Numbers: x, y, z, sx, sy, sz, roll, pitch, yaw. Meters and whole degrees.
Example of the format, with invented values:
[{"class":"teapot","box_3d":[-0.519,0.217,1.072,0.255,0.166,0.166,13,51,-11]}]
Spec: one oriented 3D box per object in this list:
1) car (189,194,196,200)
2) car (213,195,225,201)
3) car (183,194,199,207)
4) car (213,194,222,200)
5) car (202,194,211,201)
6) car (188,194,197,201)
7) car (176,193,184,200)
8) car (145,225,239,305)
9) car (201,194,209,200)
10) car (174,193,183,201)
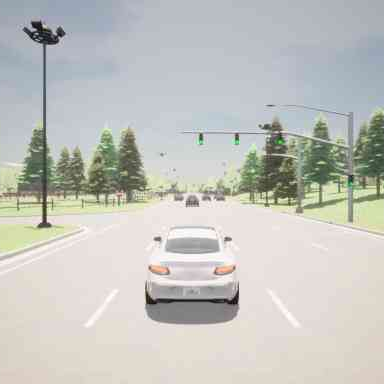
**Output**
[{"class":"car","box_3d":[0.112,1.332,92.911,1.837,1.490,4.892,0,0,0]},{"class":"car","box_3d":[7.099,1.517,82.483,2.128,1.511,4.902,0,0,0]},{"class":"car","box_3d":[0.062,1.352,51.848,2.097,1.767,4.553,0,0,0]},{"class":"car","box_3d":[7.112,1.385,92.903,1.994,1.385,4.181,0,0,0]},{"class":"car","box_3d":[3.600,1.348,82.874,2.097,1.767,4.553,0,0,0]},{"class":"car","box_3d":[0.100,1.348,82.878,2.097,1.767,4.553,0,0,0]},{"class":"car","box_3d":[-3.388,1.188,92.885,2.097,1.767,4.553,0,0,0]},{"class":"car","box_3d":[0.016,1.526,7.975,1.812,1.442,4.674,0,0,0]},{"class":"car","box_3d":[3.612,1.372,92.907,2.033,1.411,5.357,0,0,0]},{"class":"car","box_3d":[-3.400,1.544,82.879,1.994,1.385,4.181,0,0,0]}]
